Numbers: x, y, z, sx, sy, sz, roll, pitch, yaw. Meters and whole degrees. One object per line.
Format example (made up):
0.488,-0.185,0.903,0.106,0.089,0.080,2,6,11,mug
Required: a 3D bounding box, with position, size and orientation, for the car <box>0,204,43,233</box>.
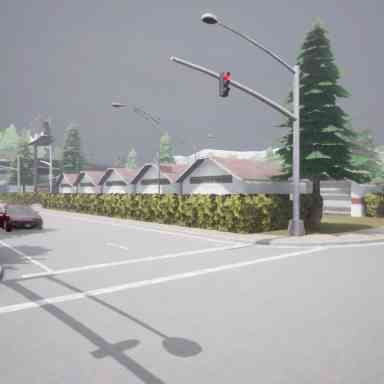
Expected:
-10.497,1.517,20.049,1.882,1.535,5.008,0,1,-40,car
